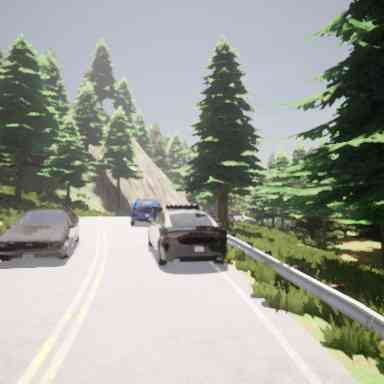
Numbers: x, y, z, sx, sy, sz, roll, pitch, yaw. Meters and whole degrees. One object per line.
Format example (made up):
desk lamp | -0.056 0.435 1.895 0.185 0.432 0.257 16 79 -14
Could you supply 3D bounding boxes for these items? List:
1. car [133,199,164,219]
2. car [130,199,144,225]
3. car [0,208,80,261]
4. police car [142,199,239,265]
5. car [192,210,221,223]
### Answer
car | -3.303 1.328 26.142 1.812 1.442 4.674 0 -2 0
car | -2.813 1.147 20.555 1.882 1.535 5.008 0 0 -10
car | -4.947 1.262 11.424 2.033 1.411 5.357 1 1 -13
police car | -0.369 1.222 11.077 1.930 1.638 5.238 1 1 -13
car | 2.058 3.467 46.534 1.812 1.442 4.674 -2 -9 34
